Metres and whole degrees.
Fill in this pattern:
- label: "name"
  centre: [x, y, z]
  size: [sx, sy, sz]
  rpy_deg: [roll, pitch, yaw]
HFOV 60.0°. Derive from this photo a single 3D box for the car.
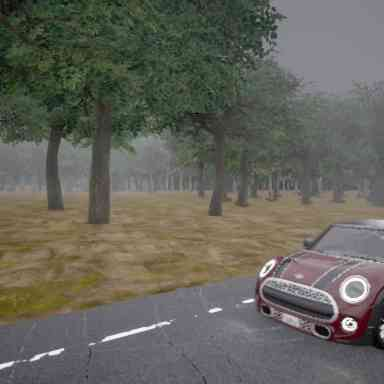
- label: "car"
  centre: [3.335, 1.358, 6.366]
  size: [4.553, 1.767, 2.097]
  rpy_deg: [0, 0, -35]
